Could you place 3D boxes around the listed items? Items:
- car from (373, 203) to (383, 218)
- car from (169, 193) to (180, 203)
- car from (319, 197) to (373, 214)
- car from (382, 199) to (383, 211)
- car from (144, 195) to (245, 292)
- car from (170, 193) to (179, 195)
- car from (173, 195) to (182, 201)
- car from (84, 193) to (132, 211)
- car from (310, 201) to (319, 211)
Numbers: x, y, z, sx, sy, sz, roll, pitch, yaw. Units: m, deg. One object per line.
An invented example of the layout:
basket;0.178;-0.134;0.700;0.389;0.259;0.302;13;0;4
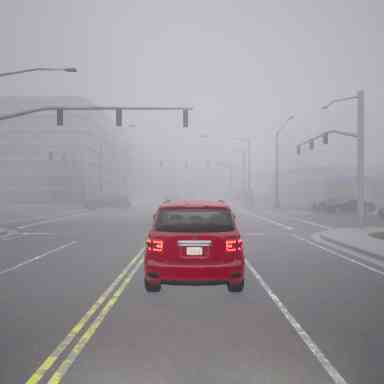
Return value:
car;17.967;1.564;27.840;4.181;1.385;1.994;0;0;0
car;-3.599;1.222;69.425;2.150;2.045;5.566;0;0;0
car;16.562;1.478;35.079;5.008;1.535;1.882;0;0;0
car;24.745;1.564;38.721;4.181;1.385;1.994;0;0;-5
car;0.060;1.221;9.047;2.150;2.045;5.566;0;0;0
car;-3.667;1.355;54.637;2.097;1.767;4.553;0;0;0
car;-3.619;1.552;83.229;1.994;1.385;4.181;0;0;0
car;-10.018;1.175;39.646;5.566;2.045;2.150;0;1;-15
car;16.103;1.352;38.586;4.553;1.767;2.097;0;0;0
